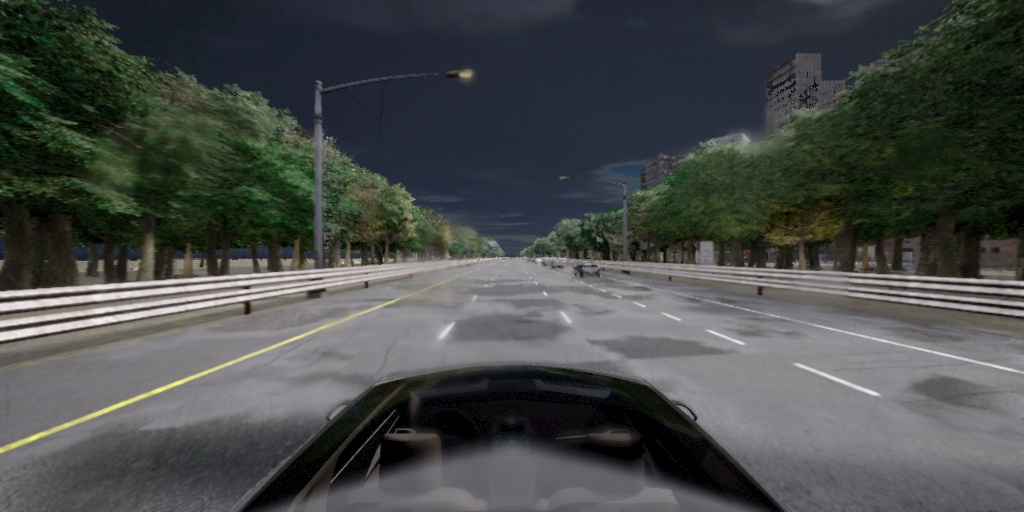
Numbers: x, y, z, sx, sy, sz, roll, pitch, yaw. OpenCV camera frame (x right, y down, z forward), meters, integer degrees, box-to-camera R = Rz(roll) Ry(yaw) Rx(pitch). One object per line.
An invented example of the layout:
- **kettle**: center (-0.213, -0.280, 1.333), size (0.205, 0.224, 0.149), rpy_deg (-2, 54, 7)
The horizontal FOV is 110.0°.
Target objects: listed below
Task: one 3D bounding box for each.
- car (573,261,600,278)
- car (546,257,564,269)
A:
- **car**: center (7.017, 1.253, 34.086), size (2.128, 1.511, 4.902), rpy_deg (0, 0, 0)
- **car**: center (7.030, 1.325, 57.005), size (2.033, 1.411, 5.357), rpy_deg (0, 0, 0)
